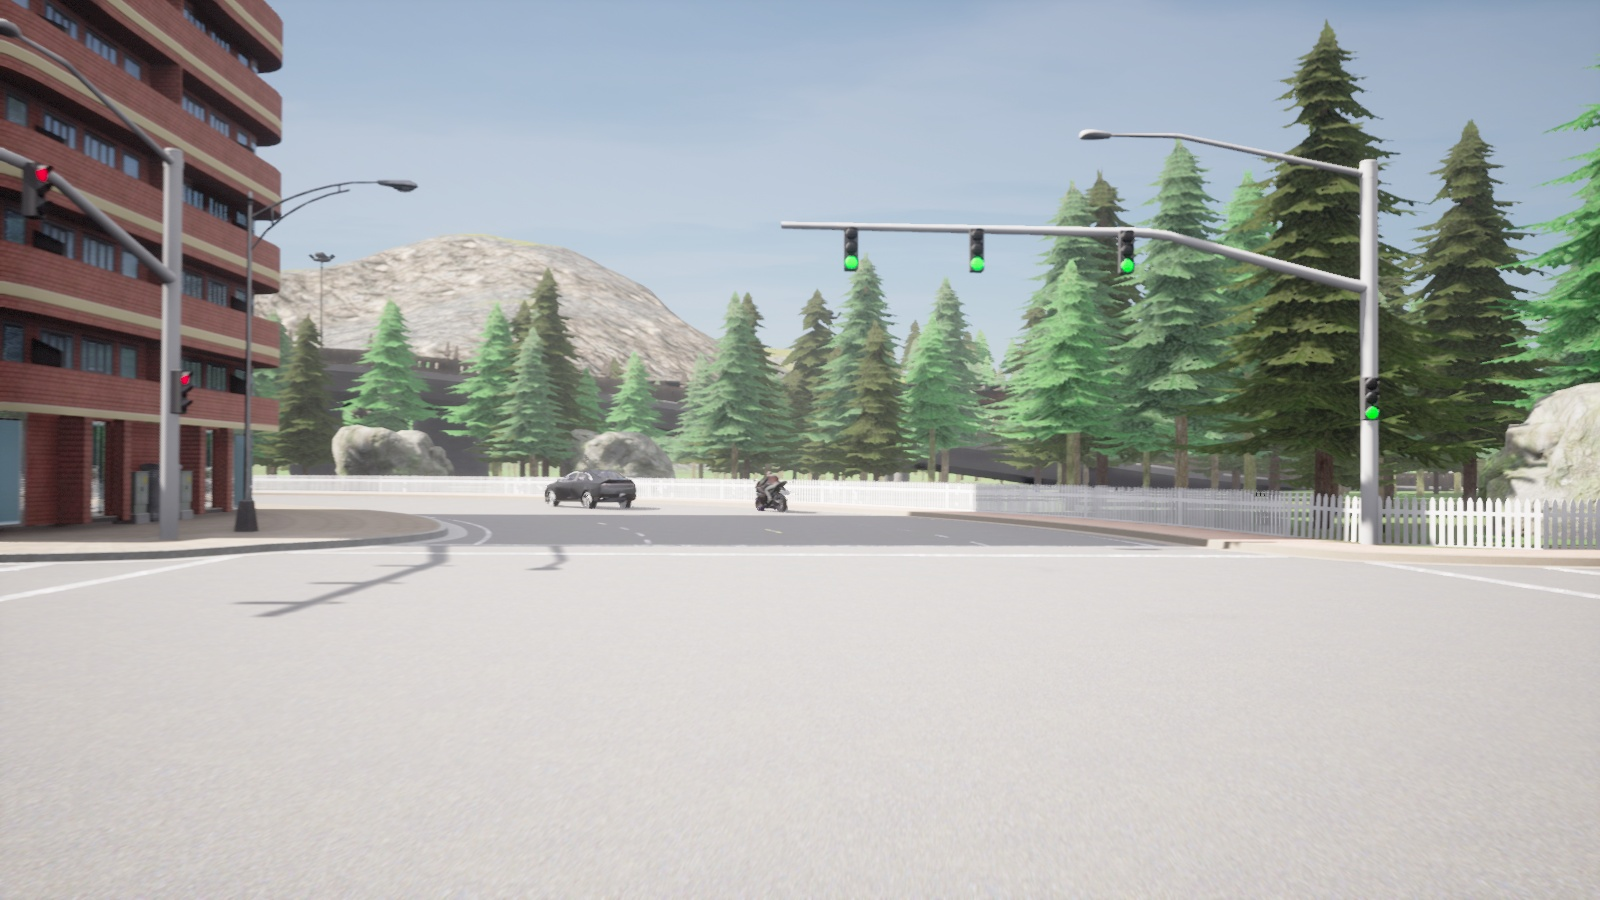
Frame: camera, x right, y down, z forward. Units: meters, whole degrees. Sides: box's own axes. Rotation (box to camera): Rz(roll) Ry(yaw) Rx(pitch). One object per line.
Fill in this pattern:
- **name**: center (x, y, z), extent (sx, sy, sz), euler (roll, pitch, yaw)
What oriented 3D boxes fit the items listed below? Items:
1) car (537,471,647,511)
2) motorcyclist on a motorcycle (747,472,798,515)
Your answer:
- **car**: center (-8.314, 1.577, 49.877), extent (2.128, 1.511, 4.902), euler (1, -1, -40)
- **motorcyclist on a motorcycle**: center (-1.024, 1.571, 45.987), extent (0.866, 1.530, 2.191), euler (0, -1, -31)
